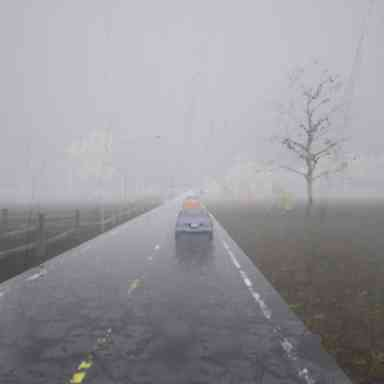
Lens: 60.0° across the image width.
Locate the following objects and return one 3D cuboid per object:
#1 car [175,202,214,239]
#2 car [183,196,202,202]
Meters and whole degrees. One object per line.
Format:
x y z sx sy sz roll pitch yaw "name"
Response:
0.092 1.482 16.964 2.033 1.411 5.357 0 0 0 "car"
0.031 1.196 37.980 2.097 1.767 4.553 0 0 0 "car"
